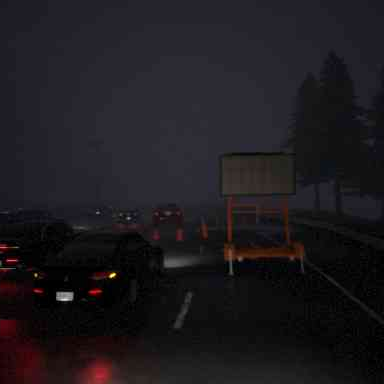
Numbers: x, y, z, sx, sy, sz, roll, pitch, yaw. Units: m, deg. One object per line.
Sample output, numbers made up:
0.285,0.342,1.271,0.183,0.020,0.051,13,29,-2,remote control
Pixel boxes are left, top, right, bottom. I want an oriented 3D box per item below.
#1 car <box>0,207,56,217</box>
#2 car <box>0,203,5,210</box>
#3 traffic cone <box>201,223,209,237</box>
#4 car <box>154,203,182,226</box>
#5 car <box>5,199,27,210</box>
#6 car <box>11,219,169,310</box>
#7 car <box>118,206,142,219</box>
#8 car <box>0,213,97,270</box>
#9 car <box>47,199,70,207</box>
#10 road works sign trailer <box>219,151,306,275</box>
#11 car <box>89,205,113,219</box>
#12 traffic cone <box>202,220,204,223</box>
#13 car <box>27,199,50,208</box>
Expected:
-8.492,1.825,18.528,2.128,1.511,4.902,-1,-1,-1,car
-32.855,2.684,59.486,1.837,1.490,4.892,-1,0,-5,car
0.713,2.103,17.726,0.340,0.580,0.340,-1,-1,1,traffic cone
-1.847,1.624,25.909,2.097,1.767,4.553,-1,-1,-3,car
-29.143,2.308,56.905,2.150,2.045,5.566,-1,-1,-4,car
-1.937,1.637,7.984,1.812,1.442,4.674,-1,-1,6,car
-5.679,1.993,30.960,1.895,1.301,4.718,-1,-1,-5,car
-5.149,1.711,11.481,1.837,1.490,4.892,-1,0,4,car
-22.052,2.416,55.854,1.882,1.535,5.008,-1,-1,-5,car
2.090,0.521,10.723,2.380,3.560,2.880,-1,-1,1,road works sign trailer
-9.548,2.069,35.022,1.994,1.385,4.181,-1,0,-5,car
0.735,2.121,19.726,0.340,0.580,0.340,-1,-1,1,traffic cone
-25.668,2.242,57.230,2.150,2.045,5.566,-1,-1,-4,car
